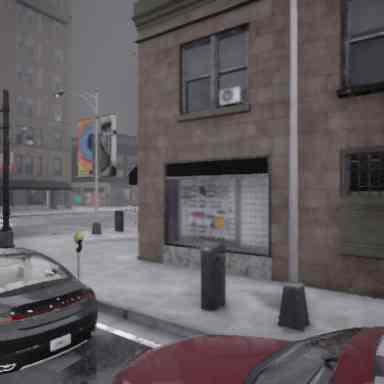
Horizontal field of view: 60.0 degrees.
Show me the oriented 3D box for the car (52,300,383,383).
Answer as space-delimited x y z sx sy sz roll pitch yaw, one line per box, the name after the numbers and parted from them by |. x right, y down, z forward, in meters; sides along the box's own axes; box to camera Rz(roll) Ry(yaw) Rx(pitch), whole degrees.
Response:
1.213 1.582 1.982 4.206 1.307 1.802 0 0 36 | car

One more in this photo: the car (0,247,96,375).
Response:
-3.339 1.556 5.233 4.403 1.369 2.008 0 0 36 | car
